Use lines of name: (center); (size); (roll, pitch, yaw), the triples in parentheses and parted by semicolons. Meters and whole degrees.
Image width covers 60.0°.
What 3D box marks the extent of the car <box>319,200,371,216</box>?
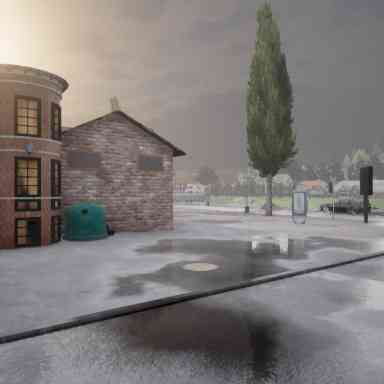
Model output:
car: (15.024, 1.491, 32.877); (2.128, 1.511, 4.902); (0, 0, -36)
